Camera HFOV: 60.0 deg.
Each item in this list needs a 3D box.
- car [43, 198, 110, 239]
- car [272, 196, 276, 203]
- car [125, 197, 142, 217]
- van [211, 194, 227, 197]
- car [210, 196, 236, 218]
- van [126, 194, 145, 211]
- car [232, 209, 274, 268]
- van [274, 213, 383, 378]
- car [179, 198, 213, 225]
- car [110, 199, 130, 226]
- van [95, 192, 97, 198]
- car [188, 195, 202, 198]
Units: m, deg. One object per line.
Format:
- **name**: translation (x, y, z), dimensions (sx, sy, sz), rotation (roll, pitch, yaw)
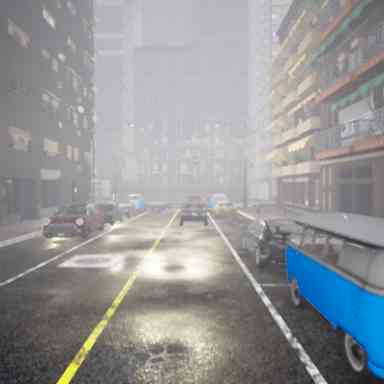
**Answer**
- **car**: translation (-5.695, 1.321, 16.444), dimensions (1.967, 1.590, 4.097), rotation (-1, 0, 0)
- **car**: translation (15.260, 0.971, 52.541), dimensions (5.009, 1.841, 2.192), rotation (0, 1, 0)
- **car**: translation (-5.689, 1.352, 27.649), dimensions (2.008, 1.369, 4.403), rotation (-1, 0, 0)
- **van**: translation (2.691, 1.103, 33.216), dimensions (1.690, 1.788, 3.998), rotation (-1, 0, 0)
- **car**: translation (2.691, 1.326, 27.786), dimensions (1.752, 1.417, 4.829), rotation (-1, 0, 0)
- **van**: translation (-5.689, 1.103, 33.249), dimensions (1.690, 1.788, 3.998), rotation (-1, 0, 0)
- **car**: translation (2.685, 1.472, 10.811), dimensions (2.008, 1.369, 4.403), rotation (-1, 0, 0)
- **van**: translation (2.679, 1.303, 5.207), dimensions (1.690, 1.788, 3.998), rotation (-1, 0, 0)
- **car**: translation (0.110, 1.384, 22.687), dimensions (2.033, 1.411, 5.357), rotation (0, 0, 0)
- **car**: translation (-5.691, 1.407, 22.046), dimensions (1.947, 1.339, 4.313), rotation (-1, 0, 0)
- **van**: translation (-17.129, 0.830, 52.747), dimensions (3.998, 1.788, 1.690), rotation (0, 1, 0)
- **car**: translation (0.402, 1.089, 37.184), dimensions (2.097, 1.767, 4.553), rotation (0, 0, 4)
